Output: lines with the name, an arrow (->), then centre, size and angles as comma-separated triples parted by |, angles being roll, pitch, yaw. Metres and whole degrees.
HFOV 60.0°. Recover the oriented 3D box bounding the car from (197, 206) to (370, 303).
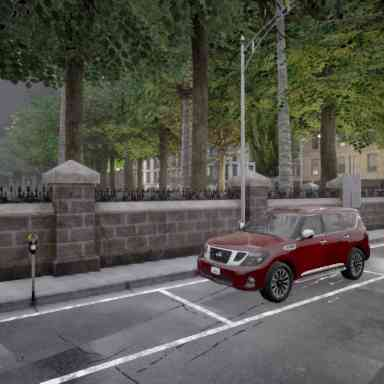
car -> 2.523, 1.314, 8.391 | 5.009, 1.841, 2.192 | 0, 0, -36
